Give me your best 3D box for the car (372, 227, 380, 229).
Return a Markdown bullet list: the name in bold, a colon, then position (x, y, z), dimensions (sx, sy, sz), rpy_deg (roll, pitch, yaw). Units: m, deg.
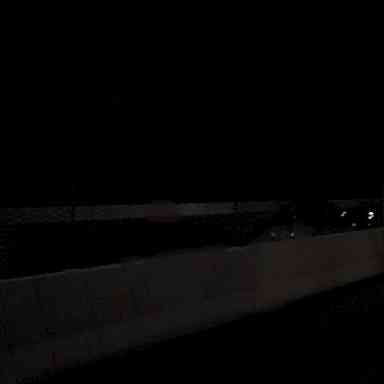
- **car**: position (11.440, 1.368, 21.118), dimensions (4.553, 1.767, 2.097), rpy_deg (0, 0, -36)
